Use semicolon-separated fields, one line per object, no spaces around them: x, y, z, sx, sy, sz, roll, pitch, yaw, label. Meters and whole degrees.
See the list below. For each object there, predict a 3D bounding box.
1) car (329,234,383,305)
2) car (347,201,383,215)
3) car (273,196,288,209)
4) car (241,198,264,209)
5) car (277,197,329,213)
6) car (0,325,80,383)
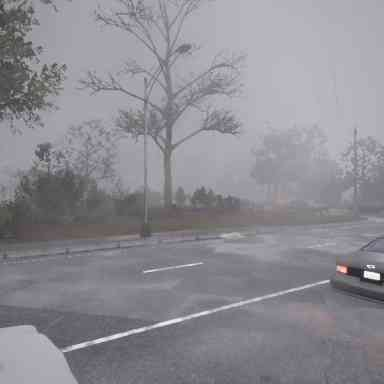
5.302;1.547;7.402;5.357;1.411;2.033;0;0;-34;car
18.309;1.601;33.483;1.895;1.301;4.718;0;0;-31;car
12.695;1.372;43.477;2.097;1.767;4.553;0;0;-28;car
7.791;1.537;45.343;1.837;1.490;4.892;0;0;-27;car
12.344;1.551;36.783;2.033;1.411;5.357;0;0;-29;car
-2.942;1.601;1.609;4.718;1.301;1.895;0;0;-36;car
